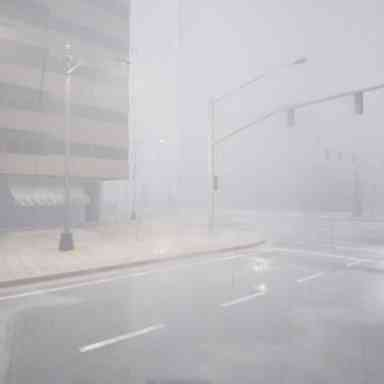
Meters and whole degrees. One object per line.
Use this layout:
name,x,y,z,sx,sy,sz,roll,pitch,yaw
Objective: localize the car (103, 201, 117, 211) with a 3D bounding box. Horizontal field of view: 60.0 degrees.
car,-14.320,2.274,55.262,2.128,1.511,4.902,1,-1,-42
